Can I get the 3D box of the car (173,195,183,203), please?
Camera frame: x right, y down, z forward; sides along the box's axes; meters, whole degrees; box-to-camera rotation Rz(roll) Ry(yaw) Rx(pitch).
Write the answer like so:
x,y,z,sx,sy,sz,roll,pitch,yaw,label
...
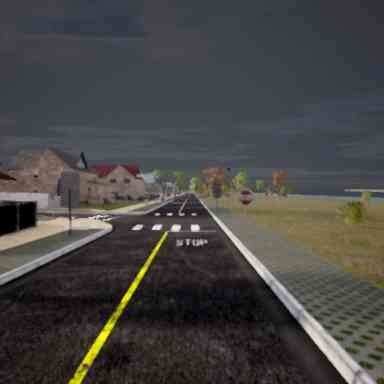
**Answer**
x,y,z,sx,sy,sz,roll,pitch,yaw,label
-2.761,1.406,67.308,2.033,1.411,5.357,0,0,0,car
